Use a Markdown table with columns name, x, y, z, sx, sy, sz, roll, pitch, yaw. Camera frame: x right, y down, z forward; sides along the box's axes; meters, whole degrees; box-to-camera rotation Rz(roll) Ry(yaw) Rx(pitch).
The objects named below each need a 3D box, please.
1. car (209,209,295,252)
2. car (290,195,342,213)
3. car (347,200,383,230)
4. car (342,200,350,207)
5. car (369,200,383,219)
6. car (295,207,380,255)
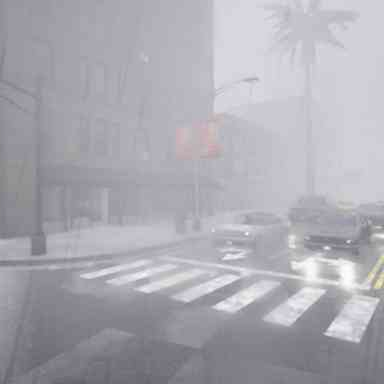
| name | x | y | z | sx | sy | sz | roll | pitch | yaw |
| --- | --- | --- | --- | --- | --- | --- | --- | --- | --- |
| car | 2.638 | 1.605 | 14.321 | 1.895 | 1.301 | 4.718 | 0 | 0 | 35 |
| car | 8.210 | 1.230 | 22.339 | 2.150 | 2.045 | 5.566 | 0 | 0 | 35 |
| car | 11.765 | 1.486 | 21.758 | 1.882 | 1.535 | 5.008 | 0 | 0 | 35 |
| car | 14.066 | 1.494 | 30.755 | 1.882 | 1.535 | 5.008 | 0 | 0 | 35 |
| car | 17.535 | 1.508 | 30.056 | 2.128 | 1.511 | 4.902 | 0 | 0 | 35 |
| car | 6.163 | 1.552 | 13.688 | 2.033 | 1.411 | 5.357 | 0 | 0 | 35 |
